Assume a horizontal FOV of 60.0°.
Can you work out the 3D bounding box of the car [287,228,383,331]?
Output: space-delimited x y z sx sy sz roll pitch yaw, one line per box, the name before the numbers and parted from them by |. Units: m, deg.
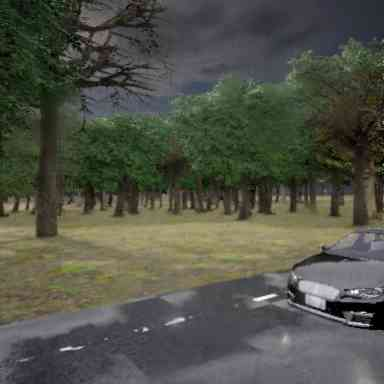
car | 4.000 1.521 6.781 4.902 1.511 2.128 0 0 -35
